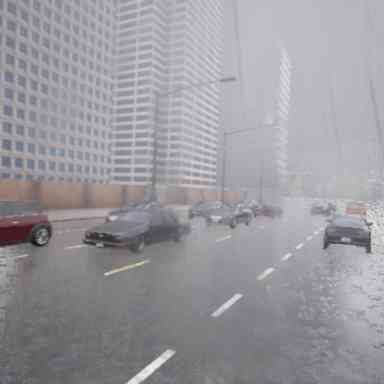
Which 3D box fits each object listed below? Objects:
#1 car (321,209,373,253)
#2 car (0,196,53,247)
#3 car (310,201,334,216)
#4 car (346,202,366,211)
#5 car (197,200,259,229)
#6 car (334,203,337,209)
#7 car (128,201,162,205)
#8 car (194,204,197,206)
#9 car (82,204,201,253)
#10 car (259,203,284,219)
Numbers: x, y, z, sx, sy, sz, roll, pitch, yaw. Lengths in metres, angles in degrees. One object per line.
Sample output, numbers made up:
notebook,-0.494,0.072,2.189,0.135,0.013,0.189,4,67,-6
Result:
car,7.091,1.739,15.105,1.812,1.442,4.674,2,0,27
car,-6.970,1.023,10.942,2.097,1.767,4.553,2,0,27
car,14.574,1.936,37.584,1.812,1.442,4.674,2,0,27
car,19.827,1.959,40.218,2.097,1.767,4.553,2,0,27
car,2.519,1.491,21.985,2.128,1.511,4.902,2,0,27
car,19.251,2.061,46.837,1.837,1.490,4.892,2,0,27
car,-2.858,1.289,19.115,2.128,1.511,4.902,2,0,27
car,1.381,1.434,27.469,1.837,1.490,4.892,2,0,27
car,-1.840,1.412,13.385,2.033,1.411,5.357,2,0,27
car,7.181,1.745,31.165,1.895,1.301,4.718,2,0,27
